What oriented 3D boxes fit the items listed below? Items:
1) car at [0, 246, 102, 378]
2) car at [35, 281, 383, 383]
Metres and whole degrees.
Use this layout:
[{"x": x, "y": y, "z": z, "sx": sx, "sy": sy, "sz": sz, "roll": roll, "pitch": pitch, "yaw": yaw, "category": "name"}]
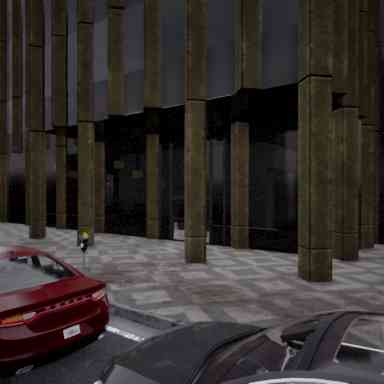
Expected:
[{"x": -3.255, "y": 1.544, "z": 5.303, "sx": 4.507, "sy": 1.381, "sz": 1.887, "roll": 0, "pitch": 0, "yaw": 36, "category": "car"}, {"x": 1.163, "y": 1.551, "z": 2.133, "sx": 4.403, "sy": 1.369, "sz": 2.008, "roll": 0, "pitch": 0, "yaw": 36, "category": "car"}]
